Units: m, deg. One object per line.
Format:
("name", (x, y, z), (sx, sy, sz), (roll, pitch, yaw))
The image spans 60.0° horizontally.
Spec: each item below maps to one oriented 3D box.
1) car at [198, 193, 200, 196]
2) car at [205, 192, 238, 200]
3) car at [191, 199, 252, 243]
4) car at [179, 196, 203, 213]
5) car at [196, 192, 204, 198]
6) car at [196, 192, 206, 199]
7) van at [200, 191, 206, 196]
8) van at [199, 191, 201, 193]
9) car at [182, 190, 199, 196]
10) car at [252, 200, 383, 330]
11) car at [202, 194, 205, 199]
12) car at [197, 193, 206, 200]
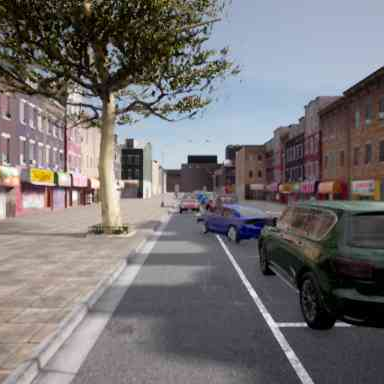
("car", (2.205, 1.105, 47.145), (1.947, 1.339, 4.313), (1, 1, -1))
("car", (2.418, 1.071, 24.981), (2.192, 1.841, 5.009), (1, 1, -1))
("car", (1.947, 1.327, 15.345), (1.882, 1.535, 5.008), (0, 1, -24))
("car", (-0.231, 1.290, 31.708), (1.895, 1.301, 4.718), (0, 1, 0))
("car", (1.890, 0.785, 80.385), (1.887, 1.381, 4.507), (1, 0, -1))
("car", (1.944, 0.727, 74.844), (1.967, 1.590, 4.097), (1, 0, -1))
("van", (2.261, 0.934, 41.603), (1.690, 1.788, 3.998), (1, 1, -1))
("van", (2.050, 0.725, 63.762), (1.690, 1.788, 3.998), (1, 0, -1))
("car", (-0.389, 0.872, 49.025), (2.097, 1.767, 4.553), (0, 1, 0))
("car", (2.919, 1.160, 6.914), (2.150, 2.045, 5.566), (0, 1, -1))
("car", (2.310, 1.192, 36.064), (1.887, 1.381, 4.507), (1, 1, -1))
("car", (1.994, 0.859, 69.475), (1.752, 1.417, 4.829), (1, 0, -1))
